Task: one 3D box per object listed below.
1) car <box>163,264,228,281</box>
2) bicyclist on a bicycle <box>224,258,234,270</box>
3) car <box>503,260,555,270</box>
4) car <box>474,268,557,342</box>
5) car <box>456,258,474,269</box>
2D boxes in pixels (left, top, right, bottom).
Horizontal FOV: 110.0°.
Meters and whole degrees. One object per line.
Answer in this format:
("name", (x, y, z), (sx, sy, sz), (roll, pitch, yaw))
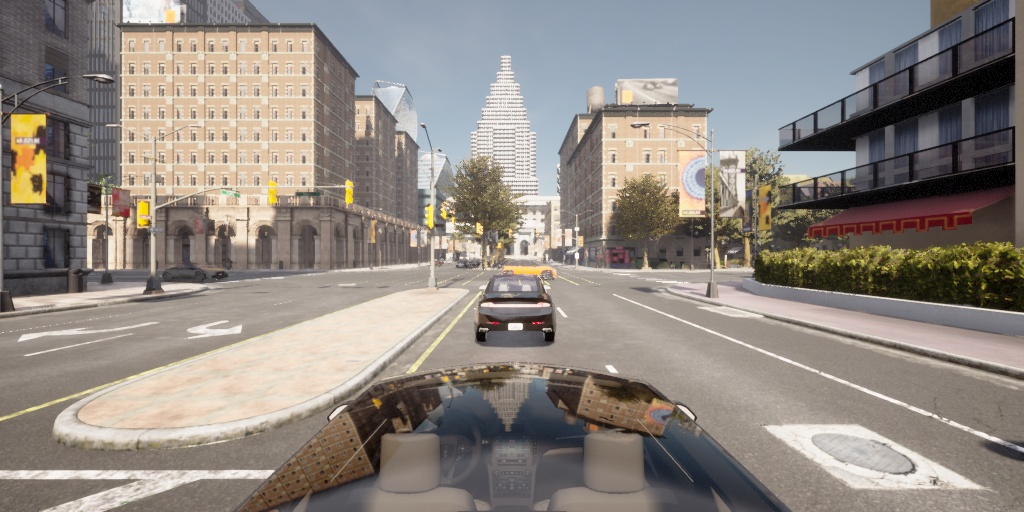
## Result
("car", (-25.758, 1.313, 29.267), (4.181, 1.385, 1.994), (0, 0, 0))
("bicyclist on a bicycle", (-37.237, 1.050, 47.206), (0.582, 1.620, 1.656), (0, 0, 0))
("car", (1.369, 1.102, 29.393), (4.553, 1.767, 2.097), (0, 0, 0))
("car", (0.082, 1.242, 9.797), (2.128, 1.511, 4.902), (0, 0, 0))
("car", (-8.002, 1.241, 58.545), (2.128, 1.511, 4.902), (0, 0, 0))
